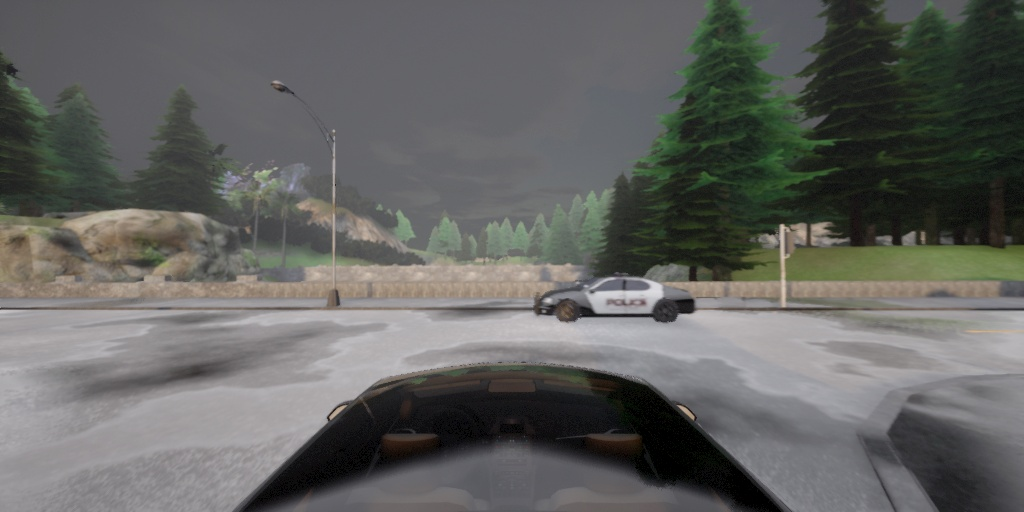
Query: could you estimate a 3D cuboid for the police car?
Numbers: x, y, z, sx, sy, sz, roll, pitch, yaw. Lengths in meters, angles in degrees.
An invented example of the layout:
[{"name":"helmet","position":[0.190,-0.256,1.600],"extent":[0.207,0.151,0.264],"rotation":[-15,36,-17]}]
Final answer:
[{"name":"police car","position":[3.258,1.367,12.017],"extent":[4.974,1.542,2.038],"rotation":[0,-1,2]}]
